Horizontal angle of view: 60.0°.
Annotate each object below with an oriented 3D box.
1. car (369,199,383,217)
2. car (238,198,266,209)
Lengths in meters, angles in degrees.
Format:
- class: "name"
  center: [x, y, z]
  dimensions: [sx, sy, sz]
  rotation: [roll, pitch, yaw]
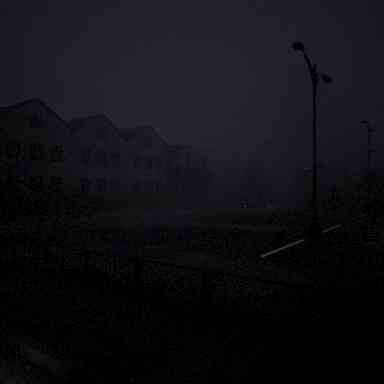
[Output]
- class: "car"
  center: [15.533, 1.298, 26.738]
  dimensions: [2.007, 1.523, 4.514]
  rotation: [0, 0, 35]
- class: "car"
  center: [7.759, 1.409, 42.208]
  dimensions: [1.895, 1.301, 4.718]
  rotation: [0, 0, 36]
